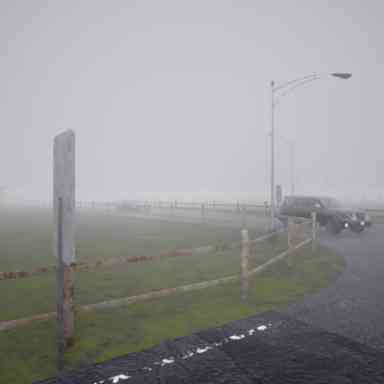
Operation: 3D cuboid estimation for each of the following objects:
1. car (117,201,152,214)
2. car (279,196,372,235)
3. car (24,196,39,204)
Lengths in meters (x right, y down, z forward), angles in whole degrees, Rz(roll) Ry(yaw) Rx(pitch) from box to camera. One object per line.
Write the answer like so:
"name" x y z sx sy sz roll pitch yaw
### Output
"car" -6.754 1.703 38.245 2.033 1.411 5.357 0 0 -39
"car" 7.572 1.268 19.569 2.150 2.045 5.566 1 0 -26
"car" -34.956 1.668 72.484 2.097 1.767 4.553 0 0 -39
